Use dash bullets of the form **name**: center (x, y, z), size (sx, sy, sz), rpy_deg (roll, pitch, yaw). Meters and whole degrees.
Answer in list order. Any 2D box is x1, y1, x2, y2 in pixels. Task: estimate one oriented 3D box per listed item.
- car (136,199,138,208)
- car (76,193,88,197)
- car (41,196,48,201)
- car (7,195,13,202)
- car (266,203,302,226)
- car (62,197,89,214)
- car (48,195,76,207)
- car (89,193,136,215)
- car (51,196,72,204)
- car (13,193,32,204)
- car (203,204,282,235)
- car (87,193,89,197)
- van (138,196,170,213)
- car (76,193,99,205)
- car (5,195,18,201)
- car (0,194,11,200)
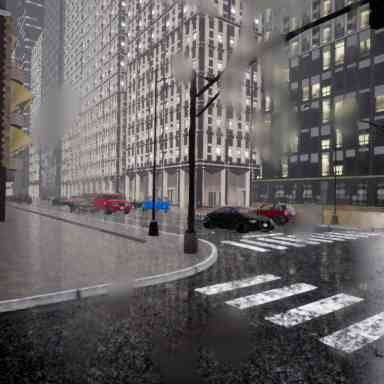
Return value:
- **car**: center (-7.372, 1.584, 42.328), size (2.008, 1.369, 4.403), rpy_deg (1, -1, -35)
- **car**: center (-18.761, 1.317, 53.887), size (2.097, 1.767, 4.553), rpy_deg (1, -1, -36)
- **car**: center (-36.812, 1.570, 83.773), size (1.802, 1.307, 4.206), rpy_deg (1, -1, -35)
- **car**: center (-37.100, 1.396, 69.712), size (1.947, 1.339, 4.313), rpy_deg (1, -1, -35)
- **car**: center (5.714, 1.505, 23.909), size (1.967, 1.590, 4.097), rpy_deg (1, -1, -35)
- **car**: center (-10.932, 1.427, 32.871), size (2.008, 1.369, 4.403), rpy_deg (1, -1, -35)
- **car**: center (-19.334, 1.455, 49.336), size (2.033, 1.411, 5.357), rpy_deg (1, -1, -35)
- **car**: center (-8.113, 1.151, 33.384), size (2.150, 2.045, 5.566), rpy_deg (1, -1, -35)
- **car**: center (-24.212, 1.504, 61.594), size (2.033, 1.411, 5.357), rpy_deg (1, -1, -38)
- **car**: center (-30.554, 1.155, 60.504), size (2.192, 1.841, 5.009), rpy_deg (1, -1, -35)
- **car**: center (2.537, 1.521, 18.640), size (1.994, 1.385, 4.181), rpy_deg (1, -1, -38)
- **car**: center (-14.483, 1.380, 53.075), size (2.097, 1.767, 4.553), rpy_deg (1, -1, -35)
- **van**: center (-4.097, 1.382, 37.725), size (1.690, 1.788, 3.998), rpy_deg (1, -1, -35)
- **car**: center (-18.574, 1.248, 58.828), size (2.150, 2.045, 5.566), rpy_deg (1, -1, -35)
- **car**: center (-40.370, 1.377, 74.317), size (2.008, 1.369, 4.403), rpy_deg (1, -1, -35)
- **car**: center (-46.816, 1.365, 83.391), size (1.752, 1.417, 4.829), rpy_deg (1, -1, -35)
